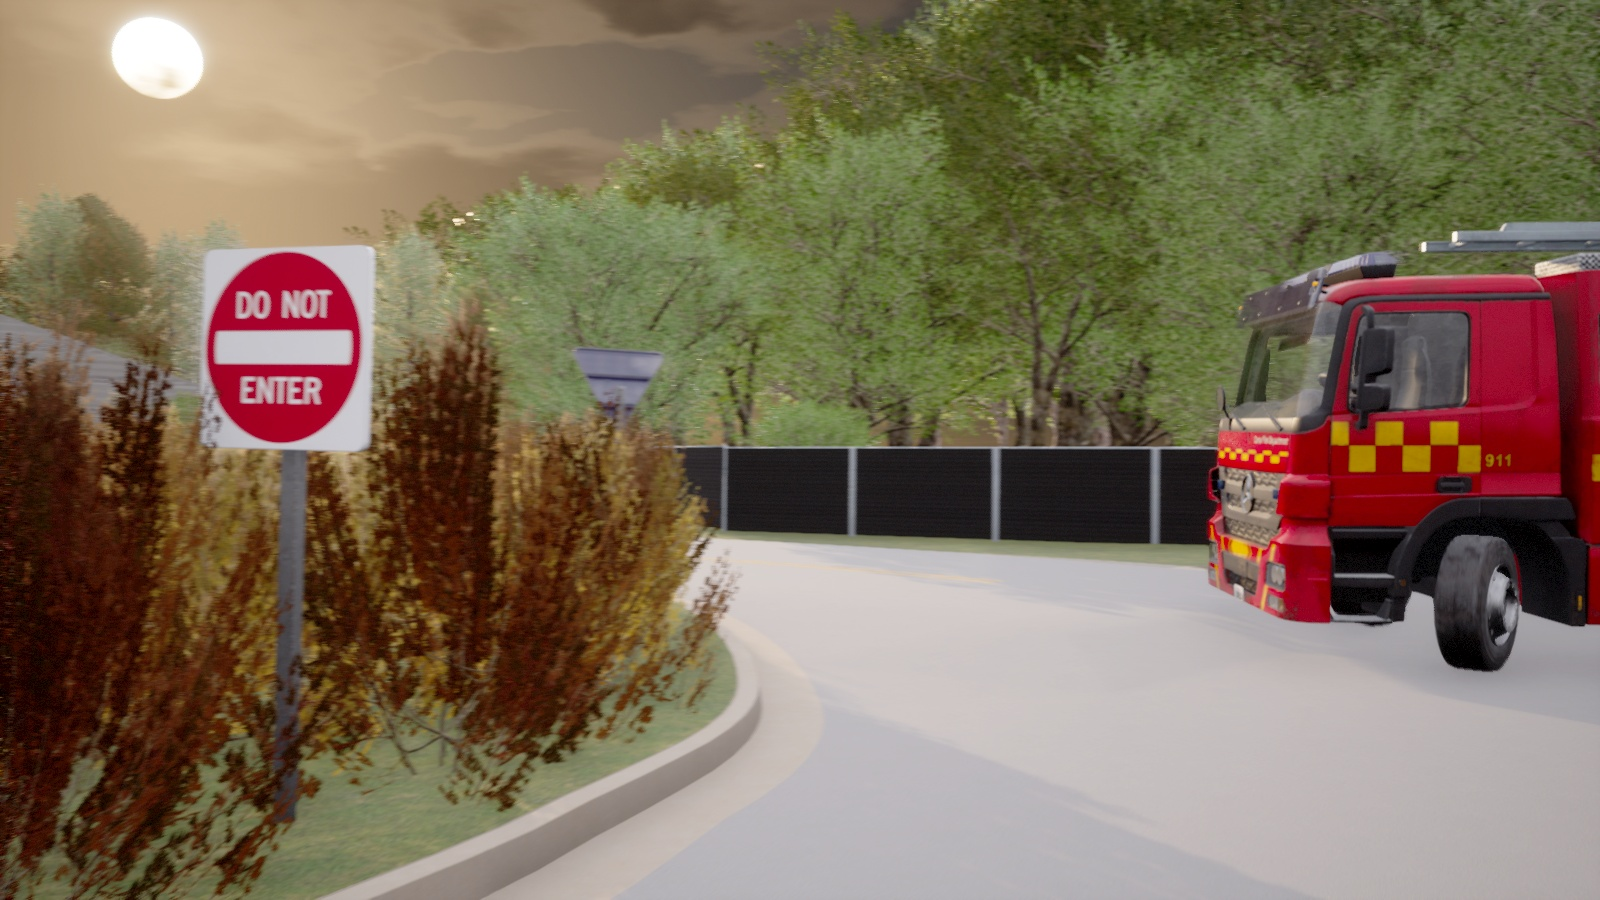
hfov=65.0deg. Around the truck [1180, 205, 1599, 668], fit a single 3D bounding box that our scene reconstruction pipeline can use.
[{"bbox_3d":[8.210,-0.148,11.731,8.468,3.827,2.891,0,1,4],"label":"truck"}]
